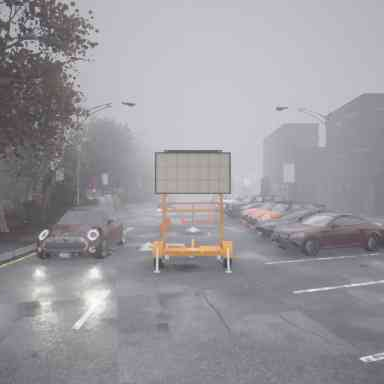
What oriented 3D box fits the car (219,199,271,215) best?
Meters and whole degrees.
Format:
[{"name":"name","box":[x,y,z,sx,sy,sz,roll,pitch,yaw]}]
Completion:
[{"name":"car","box":[5.417,1.545,33.939,4.792,1.488,2.163,1,0,-20]}]

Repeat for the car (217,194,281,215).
[{"name":"car","box":[5.400,1.252,27.924,5.566,2.045,2.435,1,0,-20]}]

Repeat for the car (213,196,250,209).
[{"name":"car","box":[5.484,1.425,45.956,4.553,1.767,2.185,1,0,-20]}]

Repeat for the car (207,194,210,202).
[{"name":"car","box":[5.551,1.584,54.975,5.008,1.535,2.097,1,-1,-20]}]

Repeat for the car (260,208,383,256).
[{"name":"car","box":[5.337,1.528,12.936,4.674,1.452,2.002,1,0,-20]}]

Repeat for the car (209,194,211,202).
[{"name":"car","box":[5.580,1.448,51.972,4.553,1.767,2.185,1,0,-20]}]

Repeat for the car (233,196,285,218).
[{"name":"car","box":[5.409,1.370,21.949,4.553,1.767,2.185,1,0,-20]}]

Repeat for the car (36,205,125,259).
[{"name":"car","box":[-3.927,1.354,12.464,2.097,1.767,4.553,0,0,0]}]

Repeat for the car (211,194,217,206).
[{"name":"car","box":[5.441,1.272,36.941,5.566,2.045,2.435,1,0,-20]}]

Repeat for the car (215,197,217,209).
[{"name":"car","box":[5.253,1.504,30.882,5.366,1.575,1.946,1,0,-20]}]

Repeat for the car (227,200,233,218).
[{"name":"car","box":[5.389,1.539,24.946,4.674,1.452,2.002,1,0,-20]}]

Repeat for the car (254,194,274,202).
[{"name":"car","box":[18.634,1.465,85.965,2.435,2.045,5.566,0,0,-21]}]

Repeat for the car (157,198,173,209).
[{"name":"car","box":[-3.857,1.595,47.111,1.812,1.442,4.674,0,0,0]}]

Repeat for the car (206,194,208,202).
[{"name":"car","box":[5.619,1.393,70.013,5.566,2.045,2.435,1,0,-20]}]

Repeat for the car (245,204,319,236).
[{"name":"car","box":[5.319,1.518,15.928,4.792,1.488,2.163,1,0,-20]}]

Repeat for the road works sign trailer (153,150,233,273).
[{"name":"road works sign trailer","box":[0.028,0.466,10.679,2.380,3.560,2.880,0,0,0]}]

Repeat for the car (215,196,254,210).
[{"name":"car","box":[5.468,1.415,42.954,4.553,1.767,2.185,1,0,-20]}]

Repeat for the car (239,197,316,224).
[{"name":"car","box":[5.393,1.367,18.948,4.553,1.767,2.185,1,0,-20]}]
